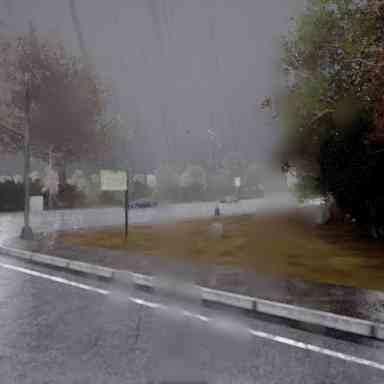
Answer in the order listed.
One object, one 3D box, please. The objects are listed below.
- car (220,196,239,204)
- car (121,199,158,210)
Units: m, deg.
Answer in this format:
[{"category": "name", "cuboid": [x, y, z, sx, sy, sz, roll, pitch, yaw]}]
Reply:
[{"category": "car", "cuboid": [6.511, 1.370, 57.946, 1.994, 1.385, 4.181, 0, 0, 35]}, {"category": "car", "cuboid": [-6.422, 1.513, 40.969, 1.895, 1.301, 4.718, 0, 0, 38]}]
